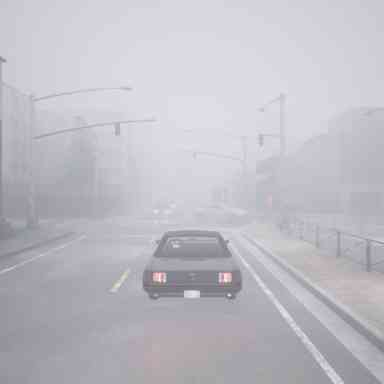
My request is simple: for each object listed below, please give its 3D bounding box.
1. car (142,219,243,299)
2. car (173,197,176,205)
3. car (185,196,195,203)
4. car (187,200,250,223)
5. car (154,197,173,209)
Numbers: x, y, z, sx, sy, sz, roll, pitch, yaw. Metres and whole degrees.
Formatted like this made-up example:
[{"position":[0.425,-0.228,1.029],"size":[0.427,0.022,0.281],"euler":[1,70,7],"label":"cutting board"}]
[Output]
[{"position":[0.012,1.601,8.367],"size":[1.895,1.301,4.718],"euler":[0,0,0],"label":"car"},{"position":[-3.963,1.601,59.747],"size":[1.895,1.301,4.718],"euler":[0,0,0],"label":"car"},{"position":[-0.433,1.491,66.649],"size":[2.128,1.511,4.902],"euler":[0,0,0],"label":"car"},{"position":[2.232,1.612,26.065],"size":[4.674,1.442,1.812],"euler":[0,0,33],"label":"car"},{"position":[-3.886,1.502,44.372],"size":[1.837,1.490,4.892],"euler":[0,1,0],"label":"car"}]
